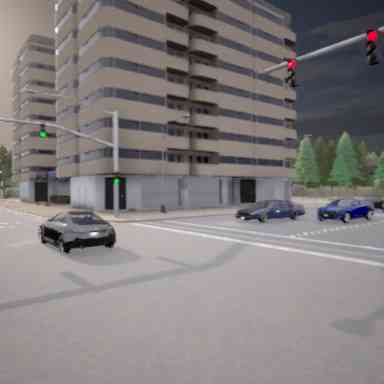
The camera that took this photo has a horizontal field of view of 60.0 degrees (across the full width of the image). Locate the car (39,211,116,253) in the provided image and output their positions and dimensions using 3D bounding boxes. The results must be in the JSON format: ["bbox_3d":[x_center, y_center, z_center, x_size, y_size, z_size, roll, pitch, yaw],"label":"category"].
[{"bbox_3d":[-4.700,1.445,13.336,1.994,1.385,4.181,-1,1,-38],"label":"car"}]

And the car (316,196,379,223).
[{"bbox_3d":[10.289,1.156,22.261,5.008,1.535,1.882,-1,1,-38],"label":"car"}]

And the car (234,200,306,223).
[{"bbox_3d":[5.474,1.253,22.845,5.357,1.411,2.033,-1,1,-33],"label":"car"}]

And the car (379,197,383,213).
[{"bbox_3d":[18.017,1.083,28.372,4.674,1.442,1.812,-1,1,-38],"label":"car"}]

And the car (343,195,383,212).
[{"bbox_3d":[16.854,1.074,31.915,5.357,1.411,2.033,-1,1,-38],"label":"car"}]
